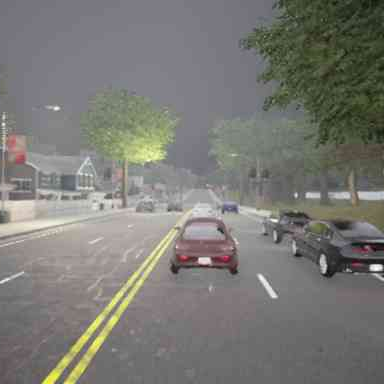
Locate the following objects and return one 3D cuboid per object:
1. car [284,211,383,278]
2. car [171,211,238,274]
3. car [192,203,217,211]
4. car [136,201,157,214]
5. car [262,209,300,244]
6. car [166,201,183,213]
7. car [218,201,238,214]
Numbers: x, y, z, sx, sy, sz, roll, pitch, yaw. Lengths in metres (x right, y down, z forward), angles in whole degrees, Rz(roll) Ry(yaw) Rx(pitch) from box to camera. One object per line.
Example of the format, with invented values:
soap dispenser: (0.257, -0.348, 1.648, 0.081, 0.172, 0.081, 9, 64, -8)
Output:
car: (4.507, 1.585, 10.416, 1.837, 1.490, 4.892, 1, 0, 2)
car: (0.388, 1.559, 10.634, 1.812, 1.442, 4.674, 1, 0, 2)
car: (0.944, 1.688, 28.241, 1.812, 1.442, 4.674, 1, -1, 2)
car: (-5.404, 1.753, 39.434, 1.812, 1.442, 4.674, 1, -1, 2)
car: (4.696, 1.615, 16.414, 1.837, 1.490, 4.892, 1, 0, 2)
car: (-2.073, 1.852, 41.950, 2.033, 1.411, 5.357, 1, -1, 2)
car: (4.562, 1.848, 41.205, 1.882, 1.535, 5.008, 1, -1, 2)
